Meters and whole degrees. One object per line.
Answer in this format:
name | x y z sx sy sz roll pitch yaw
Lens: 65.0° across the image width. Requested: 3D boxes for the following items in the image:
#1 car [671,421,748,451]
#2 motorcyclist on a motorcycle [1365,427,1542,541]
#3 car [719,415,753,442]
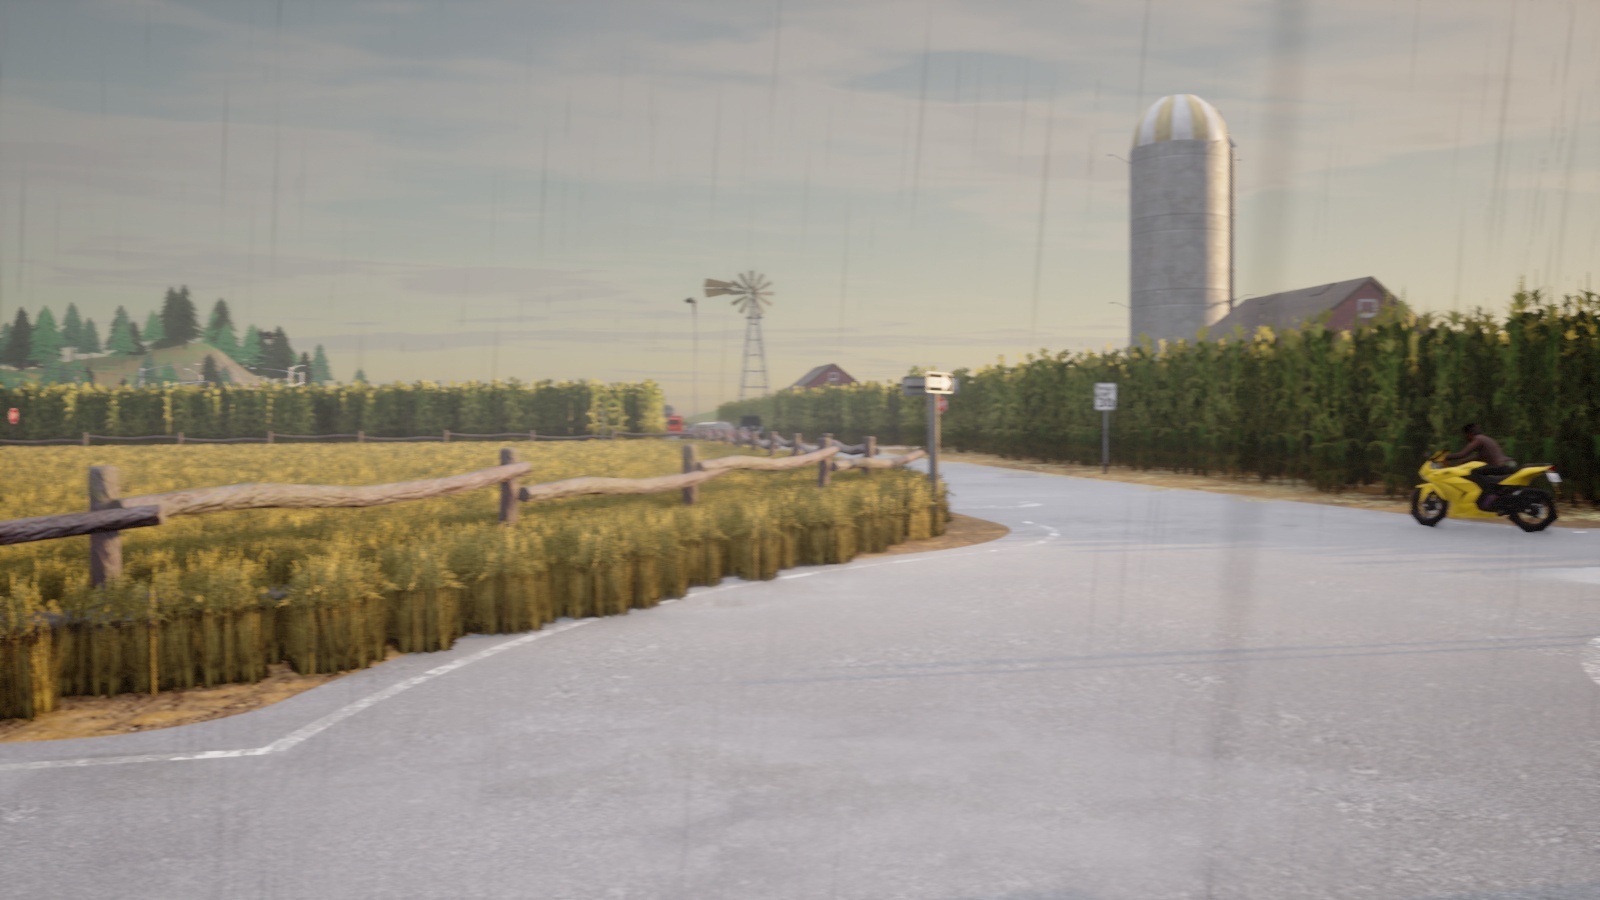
car | -4.727 -0.746 65.326 3.806 1.475 1.970 -1 1 -10
motorcyclist on a motorcycle | 9.290 0.453 17.921 0.797 1.523 2.044 2 0 -39
car | -4.596 -1.556 89.647 1.905 1.878 3.866 0 2 -10
